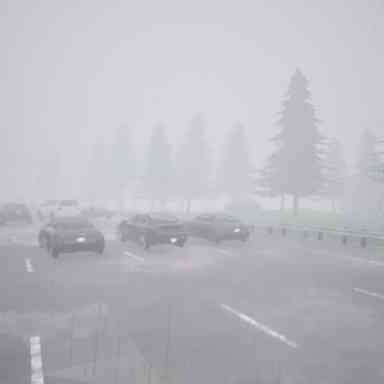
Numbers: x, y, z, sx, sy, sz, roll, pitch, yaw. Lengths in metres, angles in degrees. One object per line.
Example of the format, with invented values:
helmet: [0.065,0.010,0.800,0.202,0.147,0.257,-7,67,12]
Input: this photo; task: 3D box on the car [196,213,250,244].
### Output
car: [1.058,1.769,17.211,1.994,1.385,4.181,0,-1,-31]

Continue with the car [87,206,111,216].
car: [-9.396,1.964,31.681,1.895,1.301,4.718,1,-1,-43]

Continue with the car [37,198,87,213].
car: [-11.592,1.553,28.920,2.150,2.045,5.566,1,-1,-42]

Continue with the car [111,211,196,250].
car: [-1.988,1.688,15.499,1.837,1.490,4.892,1,0,-31]

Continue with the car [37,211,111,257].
car: [-5.078,1.723,13.845,1.994,1.385,4.181,0,-1,-31]

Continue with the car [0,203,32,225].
car: [-14.841,1.656,27.255,2.097,1.767,4.553,1,-1,-43]
